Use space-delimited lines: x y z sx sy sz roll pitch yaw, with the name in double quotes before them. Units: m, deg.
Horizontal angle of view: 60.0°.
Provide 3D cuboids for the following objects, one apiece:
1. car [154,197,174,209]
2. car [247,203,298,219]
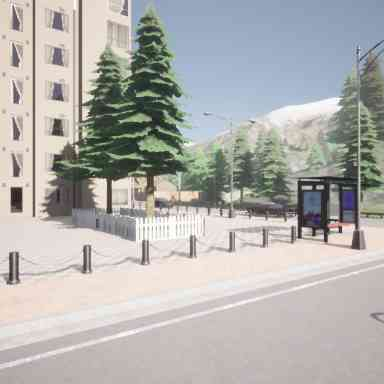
"car" -4.352 1.496 46.366 1.882 1.535 5.008 0 0 -35
"car" 7.236 1.616 29.689 1.895 1.301 4.718 0 0 -35
